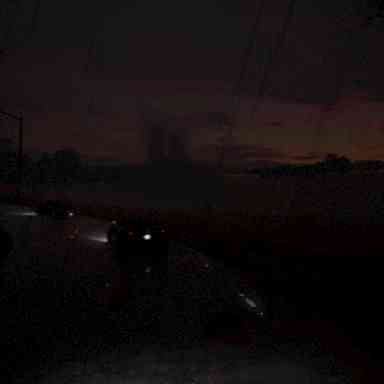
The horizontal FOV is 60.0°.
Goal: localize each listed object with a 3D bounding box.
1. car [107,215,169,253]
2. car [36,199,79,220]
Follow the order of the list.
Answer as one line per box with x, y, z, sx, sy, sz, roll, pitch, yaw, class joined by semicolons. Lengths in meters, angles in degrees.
-2.470;1.709;14.642;1.994;1.385;4.181;-1;0;-22;car
-11.140;1.343;27.446;4.892;1.490;1.837;4;4;43;car
